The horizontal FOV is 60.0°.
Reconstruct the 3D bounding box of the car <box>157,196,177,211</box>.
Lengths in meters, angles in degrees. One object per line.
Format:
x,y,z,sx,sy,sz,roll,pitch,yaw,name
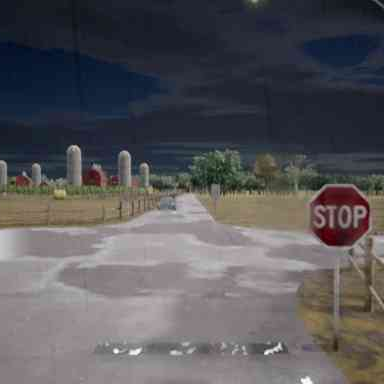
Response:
-2.864,1.297,38.878,2.097,1.767,4.553,0,0,0,car
